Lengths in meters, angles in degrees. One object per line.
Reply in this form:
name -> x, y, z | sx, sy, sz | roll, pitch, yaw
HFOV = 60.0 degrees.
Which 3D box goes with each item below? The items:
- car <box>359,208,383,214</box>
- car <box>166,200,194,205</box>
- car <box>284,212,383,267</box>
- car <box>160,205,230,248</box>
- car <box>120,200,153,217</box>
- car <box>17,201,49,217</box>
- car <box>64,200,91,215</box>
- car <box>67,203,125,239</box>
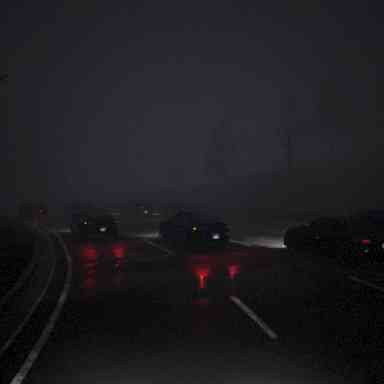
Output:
car -> 7.805, 1.405, 13.925 | 1.882, 1.535, 5.008 | 0, 0, -19
car -> -1.277, 1.501, 31.283 | 1.812, 1.442, 4.674 | 0, 0, -34
car -> 4.959, 1.515, 11.399 | 1.994, 1.385, 4.181 | 0, 0, -17
car -> 0.010, 1.510, 14.725 | 1.812, 1.442, 4.674 | 0, 0, -23
car -> -5.393, 1.511, 31.121 | 1.837, 1.490, 4.892 | 0, 0, -35
car -> -15.728, 1.606, 32.972 | 1.812, 1.442, 4.674 | 0, 0, -41
car -> -11.123, 1.524, 32.901 | 1.882, 1.535, 5.008 | 0, 0, -38
car -> -5.151, 1.545, 17.418 | 1.812, 1.442, 4.674 | 0, 0, -27
